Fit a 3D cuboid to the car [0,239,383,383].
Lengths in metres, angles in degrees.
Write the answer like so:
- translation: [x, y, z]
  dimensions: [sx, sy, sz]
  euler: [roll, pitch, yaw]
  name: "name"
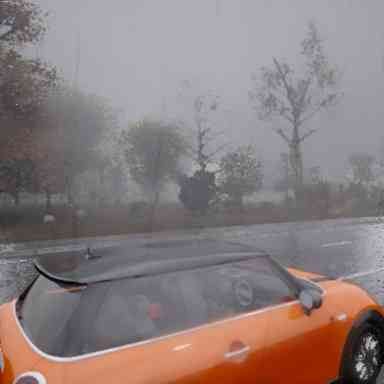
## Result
- translation: [0.242, 1.342, 3.785]
  dimensions: [4.553, 1.767, 2.097]
  euler: [0, 0, -35]
  name: "car"
